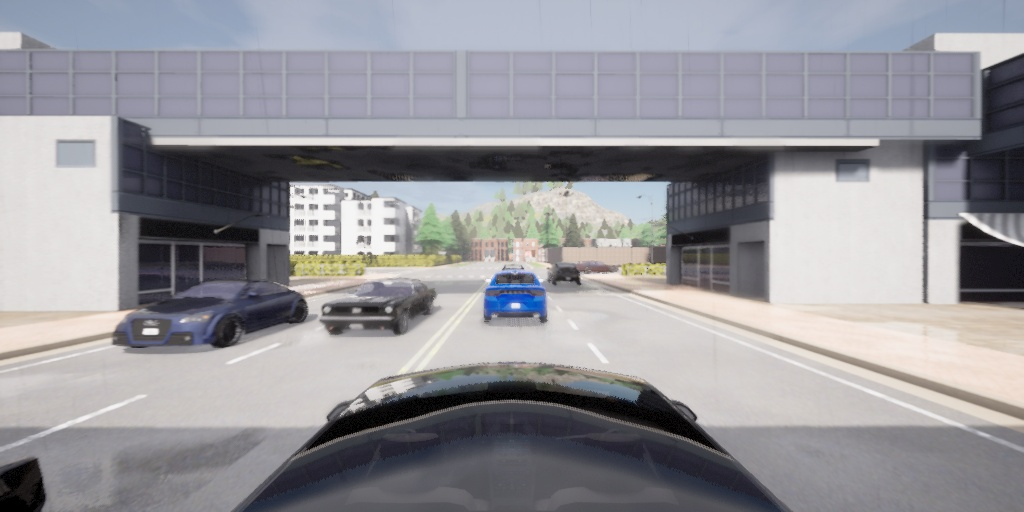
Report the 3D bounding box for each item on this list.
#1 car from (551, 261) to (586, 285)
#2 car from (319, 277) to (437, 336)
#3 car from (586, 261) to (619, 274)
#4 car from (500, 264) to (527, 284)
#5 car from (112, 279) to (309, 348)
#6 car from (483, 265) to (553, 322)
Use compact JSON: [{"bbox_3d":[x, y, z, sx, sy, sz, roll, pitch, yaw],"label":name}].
[{"bbox_3d":[3.599,1.202,25.255,1.837,1.490,4.892,0,0,0],"label":"car"},{"bbox_3d":[-3.590,1.331,10.511,1.895,1.301,4.718,0,0,0],"label":"car"},{"bbox_3d":[8.828,1.214,38.547,5.357,1.411,2.033,0,0,-18],"label":"car"},{"bbox_3d":[0.100,1.293,27.089,1.895,1.301,4.718,0,0,0],"label":"car"},{"bbox_3d":[-7.089,1.297,9.031,1.994,1.385,4.181,0,0,0],"label":"car"},{"bbox_3d":[0.100,1.204,12.246,1.882,1.535,5.008,0,0,0],"label":"car"}]
